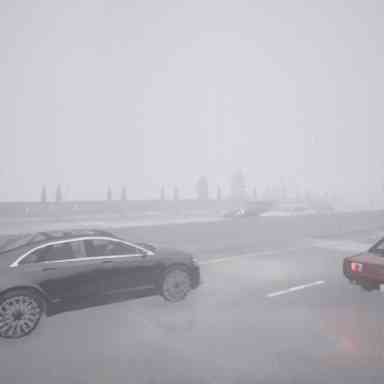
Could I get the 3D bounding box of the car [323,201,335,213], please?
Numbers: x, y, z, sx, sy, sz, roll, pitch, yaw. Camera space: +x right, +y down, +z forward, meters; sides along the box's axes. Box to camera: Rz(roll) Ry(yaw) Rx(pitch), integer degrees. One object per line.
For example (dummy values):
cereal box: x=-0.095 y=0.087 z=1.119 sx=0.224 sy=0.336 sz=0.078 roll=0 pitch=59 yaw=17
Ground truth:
car: x=13.631 y=1.608 z=35.728 sx=4.181 sy=1.385 sz=1.994 roll=0 pitch=0 yaw=-40

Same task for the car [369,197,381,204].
car: x=37.791 y=1.744 z=68.862 sx=1.882 sy=1.535 sz=5.008 roll=0 pitch=0 yaw=24

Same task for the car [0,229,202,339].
car: x=-2.034 y=1.492 z=6.594 sx=4.902 sy=1.511 sz=2.128 roll=0 pitch=0 yaw=-35

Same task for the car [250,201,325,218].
car: x=6.175 y=1.538 z=21.308 sx=4.674 sy=1.442 sz=1.812 roll=0 pitch=0 yaw=-36

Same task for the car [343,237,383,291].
car: x=5.632 y=1.605 z=7.762 sx=4.718 sy=1.301 sz=1.895 roll=0 pitch=0 yaw=-35

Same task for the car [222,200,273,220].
car: x=4.395 y=1.365 z=24.359 sx=4.553 sy=1.767 sz=2.097 roll=0 pitch=0 yaw=-36
